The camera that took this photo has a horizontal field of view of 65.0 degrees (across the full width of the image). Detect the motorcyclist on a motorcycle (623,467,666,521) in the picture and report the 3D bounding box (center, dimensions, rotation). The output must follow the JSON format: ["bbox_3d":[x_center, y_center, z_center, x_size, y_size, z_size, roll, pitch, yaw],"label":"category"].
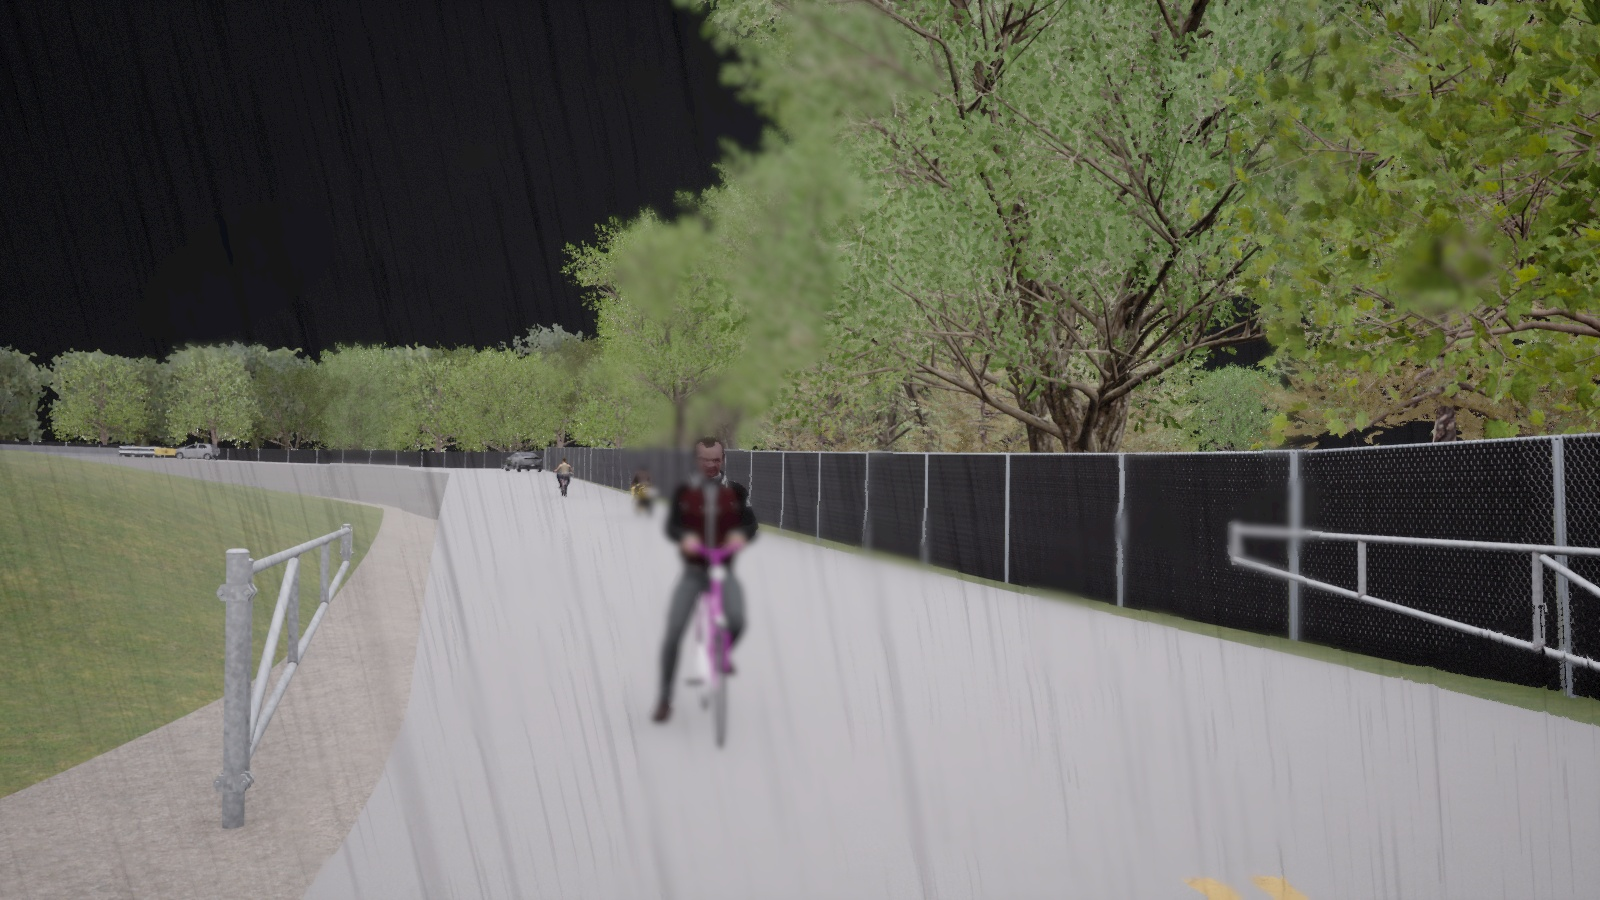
[{"bbox_3d":[-4.627,1.283,37.272,0.797,1.523,2.044,0,0,-20],"label":"motorcyclist on a motorcycle"}]

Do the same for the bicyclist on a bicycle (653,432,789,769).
[{"bbox_3d":[-0.524,0.813,7.594,0.659,1.776,1.843,0,-1,-9],"label":"bicyclist on a bicycle"}]

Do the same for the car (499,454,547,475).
[{"bbox_3d":[-20.985,1.047,94.993,2.128,1.511,4.902,0,0,-30],"label":"car"}]
